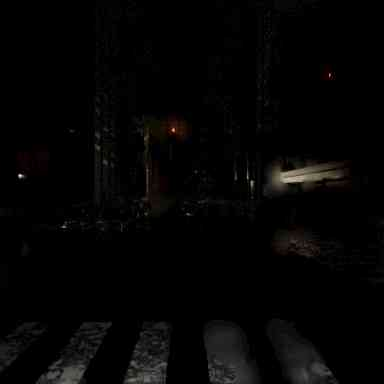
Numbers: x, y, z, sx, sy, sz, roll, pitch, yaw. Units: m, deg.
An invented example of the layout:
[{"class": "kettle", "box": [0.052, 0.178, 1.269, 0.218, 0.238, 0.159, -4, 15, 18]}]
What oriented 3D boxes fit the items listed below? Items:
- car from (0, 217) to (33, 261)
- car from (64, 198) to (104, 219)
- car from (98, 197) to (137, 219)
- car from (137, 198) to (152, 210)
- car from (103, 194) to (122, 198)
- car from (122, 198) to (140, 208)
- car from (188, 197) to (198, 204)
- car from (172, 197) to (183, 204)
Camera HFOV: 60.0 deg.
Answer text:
[{"class": "car", "box": [-6.589, 1.481, 9.782, 1.882, 1.535, 5.008, 0, 0, 0]}, {"class": "car", "box": [-9.802, 1.542, 29.928, 1.882, 1.535, 5.008, 0, 0, 0]}, {"class": "car", "box": [-6.556, 1.541, 29.662, 1.882, 1.535, 5.008, 0, 0, 0]}, {"class": "car", "box": [-6.525, 1.606, 45.028, 2.128, 1.511, 4.902, 0, 0, 0]}, {"class": "car", "box": [-9.791, 1.320, 40.651, 2.150, 2.045, 5.566, 0, 0, 0]}, {"class": "car", "box": [-9.746, 1.713, 53.377, 1.994, 1.385, 4.181, 0, 0, 0]}, {"class": "car", "box": [0.210, 1.787, 69.897, 1.994, 1.385, 4.181, 0, 0, 0]}, {"class": "car", "box": [-3.040, 1.787, 69.877, 1.994, 1.385, 4.181, 0, 0, 0]}]
